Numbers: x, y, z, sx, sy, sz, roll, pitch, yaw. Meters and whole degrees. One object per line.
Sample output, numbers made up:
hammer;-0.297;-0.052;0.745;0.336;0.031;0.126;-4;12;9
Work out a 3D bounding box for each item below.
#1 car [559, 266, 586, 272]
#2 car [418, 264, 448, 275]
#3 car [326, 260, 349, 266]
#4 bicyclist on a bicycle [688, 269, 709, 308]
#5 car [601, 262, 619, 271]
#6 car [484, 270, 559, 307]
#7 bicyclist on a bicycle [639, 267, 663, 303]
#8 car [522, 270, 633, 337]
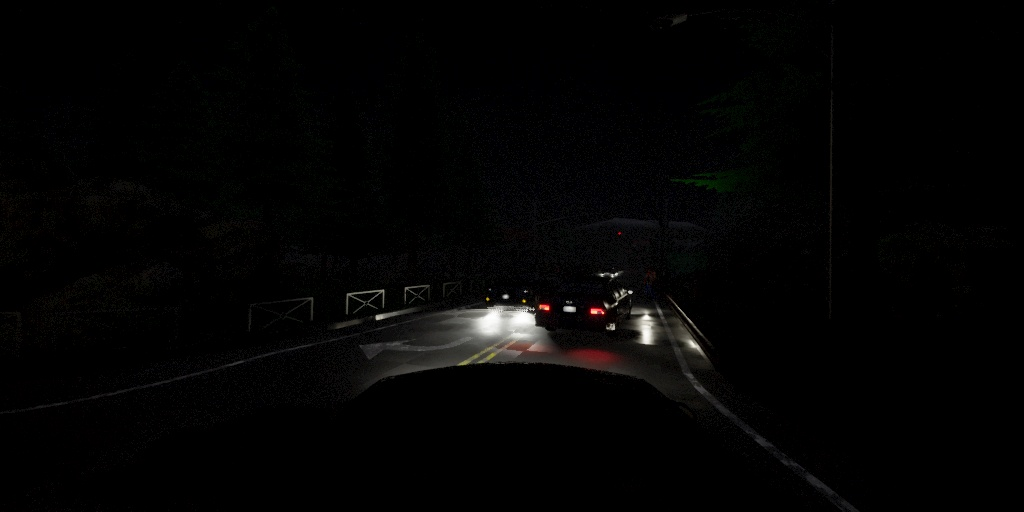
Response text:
car;6.929;1.813;38.751;4.181;1.385;1.994;-2;-3;43
car;-10.997;1.688;46.717;5.357;1.411;2.033;1;-1;20
car;-24.466;1.307;51.934;4.553;1.767;2.097;1;-1;24
bicyclist on a bicycle;7.863;1.363;15.105;1.656;1.620;0.582;1;-1;-34
car;15.578;1.989;57.916;2.097;1.767;4.553;1;-1;20
car;0.427;1.327;14.953;1.994;1.385;4.181;1;-1;20
bicyclist on a bicycle;6.417;1.351;16.487;1.656;1.620;0.582;1;-1;-31
car;2.296;1.283;10.277;2.033;1.411;5.357;1;-1;24
